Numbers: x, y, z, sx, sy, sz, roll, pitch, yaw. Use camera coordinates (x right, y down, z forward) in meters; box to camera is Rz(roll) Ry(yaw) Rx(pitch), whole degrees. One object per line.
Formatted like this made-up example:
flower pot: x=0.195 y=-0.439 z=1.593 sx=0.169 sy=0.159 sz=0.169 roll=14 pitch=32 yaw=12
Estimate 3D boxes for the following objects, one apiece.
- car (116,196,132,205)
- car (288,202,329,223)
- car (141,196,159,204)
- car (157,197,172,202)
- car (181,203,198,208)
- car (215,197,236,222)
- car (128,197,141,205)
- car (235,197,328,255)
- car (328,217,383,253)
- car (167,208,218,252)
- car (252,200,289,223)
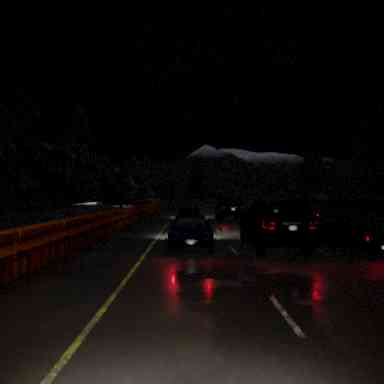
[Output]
car: x=-15.551 y=1.944 z=77.112 sx=2.150 sy=2.045 sz=5.566 roll=0 pitch=-1 yaw=14
car: x=10.262 y=1.756 z=29.668 sx=1.882 sy=1.535 sz=5.008 roll=0 pitch=0 yaw=0
car: x=-8.883 y=1.917 z=74.943 sx=2.150 sy=2.045 sz=5.566 roll=0 pitch=-1 yaw=14
car: x=-5.545 y=2.239 z=73.887 sx=1.994 sy=1.385 sz=4.181 roll=0 pitch=-1 yaw=14
car: x=-0.238 y=1.783 z=29.378 sx=1.837 sy=1.490 sz=4.892 roll=0 pitch=0 yaw=0
car: x=3.260 y=1.489 z=29.129 sx=2.150 sy=2.045 sz=5.566 roll=0 pitch=0 yaw=-1
car: x=-12.213 y=2.292 z=76.022 sx=1.895 sy=1.301 sz=4.718 roll=0 pitch=-1 yaw=14
car: x=3.441 y=1.350 z=14.128 sx=2.150 sy=2.045 sz=5.566 roll=0 pitch=0 yaw=-1
car: x=6.940 y=1.735 z=14.253 sx=1.895 sy=1.301 sz=4.718 roll=0 pitch=0 yaw=-1
car: x=-0.060 y=1.661 z=14.434 sx=1.812 sy=1.442 sz=4.674 roll=0 pitch=0 yaw=0
car: x=6.762 y=1.624 z=29.233 sx=2.097 sy=1.767 sz=4.553 roll=0 pitch=-1 yaw=-1
